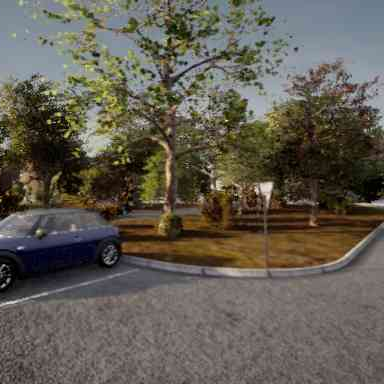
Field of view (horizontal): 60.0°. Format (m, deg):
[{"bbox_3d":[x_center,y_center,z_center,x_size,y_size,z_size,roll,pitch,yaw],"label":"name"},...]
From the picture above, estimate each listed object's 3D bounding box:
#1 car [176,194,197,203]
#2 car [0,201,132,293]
[{"bbox_3d":[-0.926,1.106,60.101,4.553,1.767,2.097,-1,-1,35],"label":"car"},{"bbox_3d":[-4.076,1.259,8.730,2.185,1.767,4.553,1,0,35],"label":"car"}]
